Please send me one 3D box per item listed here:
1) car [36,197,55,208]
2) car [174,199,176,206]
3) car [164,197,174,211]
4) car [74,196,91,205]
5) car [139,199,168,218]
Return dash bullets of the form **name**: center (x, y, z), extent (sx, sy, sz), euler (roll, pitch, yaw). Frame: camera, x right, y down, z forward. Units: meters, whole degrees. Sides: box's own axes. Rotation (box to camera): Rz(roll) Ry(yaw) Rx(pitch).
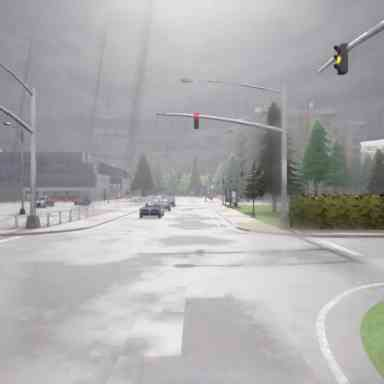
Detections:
- **car**: center (-20.482, 1.384, 45.617), extent (1.970, 1.475, 3.806), euler (0, 0, 0)
- **car**: center (-3.521, 1.478, 50.720), extent (1.882, 1.535, 5.008), euler (0, 0, 0)
- **car**: center (-3.568, 1.564, 40.237), extent (1.994, 1.385, 4.181), euler (0, 0, 0)
- **car**: center (-17.424, 1.374, 53.006), extent (1.845, 1.501, 3.633), euler (0, 0, 0)
- **car**: center (-3.582, 1.601, 30.241), extent (1.895, 1.301, 4.718), euler (0, 0, 0)
